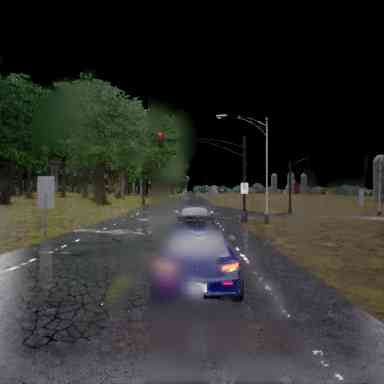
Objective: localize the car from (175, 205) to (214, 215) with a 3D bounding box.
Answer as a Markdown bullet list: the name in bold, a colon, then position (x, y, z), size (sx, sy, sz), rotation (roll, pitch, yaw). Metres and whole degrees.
- **car**: position (0.134, 1.432, 17.411), size (1.882, 1.535, 5.008), rotation (0, 0, 0)

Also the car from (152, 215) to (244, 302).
- **car**: position (0.120, 1.516, 8.132), size (1.812, 1.442, 4.674), rotation (0, 0, 0)
